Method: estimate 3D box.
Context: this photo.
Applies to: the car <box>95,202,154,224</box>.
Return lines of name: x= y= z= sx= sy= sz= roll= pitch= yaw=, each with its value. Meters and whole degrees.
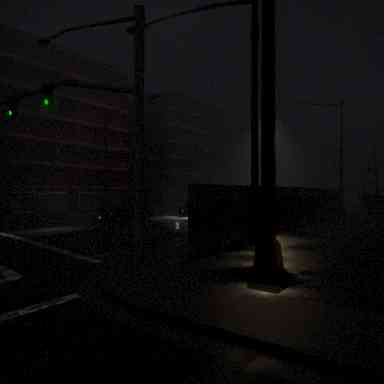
car: x=-4.911 y=1.491 z=24.772 sx=2.128 sy=1.511 sz=4.902 roll=0 pitch=0 yaw=35

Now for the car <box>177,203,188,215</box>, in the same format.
car: x=0.527 y=1.505 z=32.516 sx=1.837 sy=1.490 sz=4.892 roll=0 pitch=0 yaw=35
